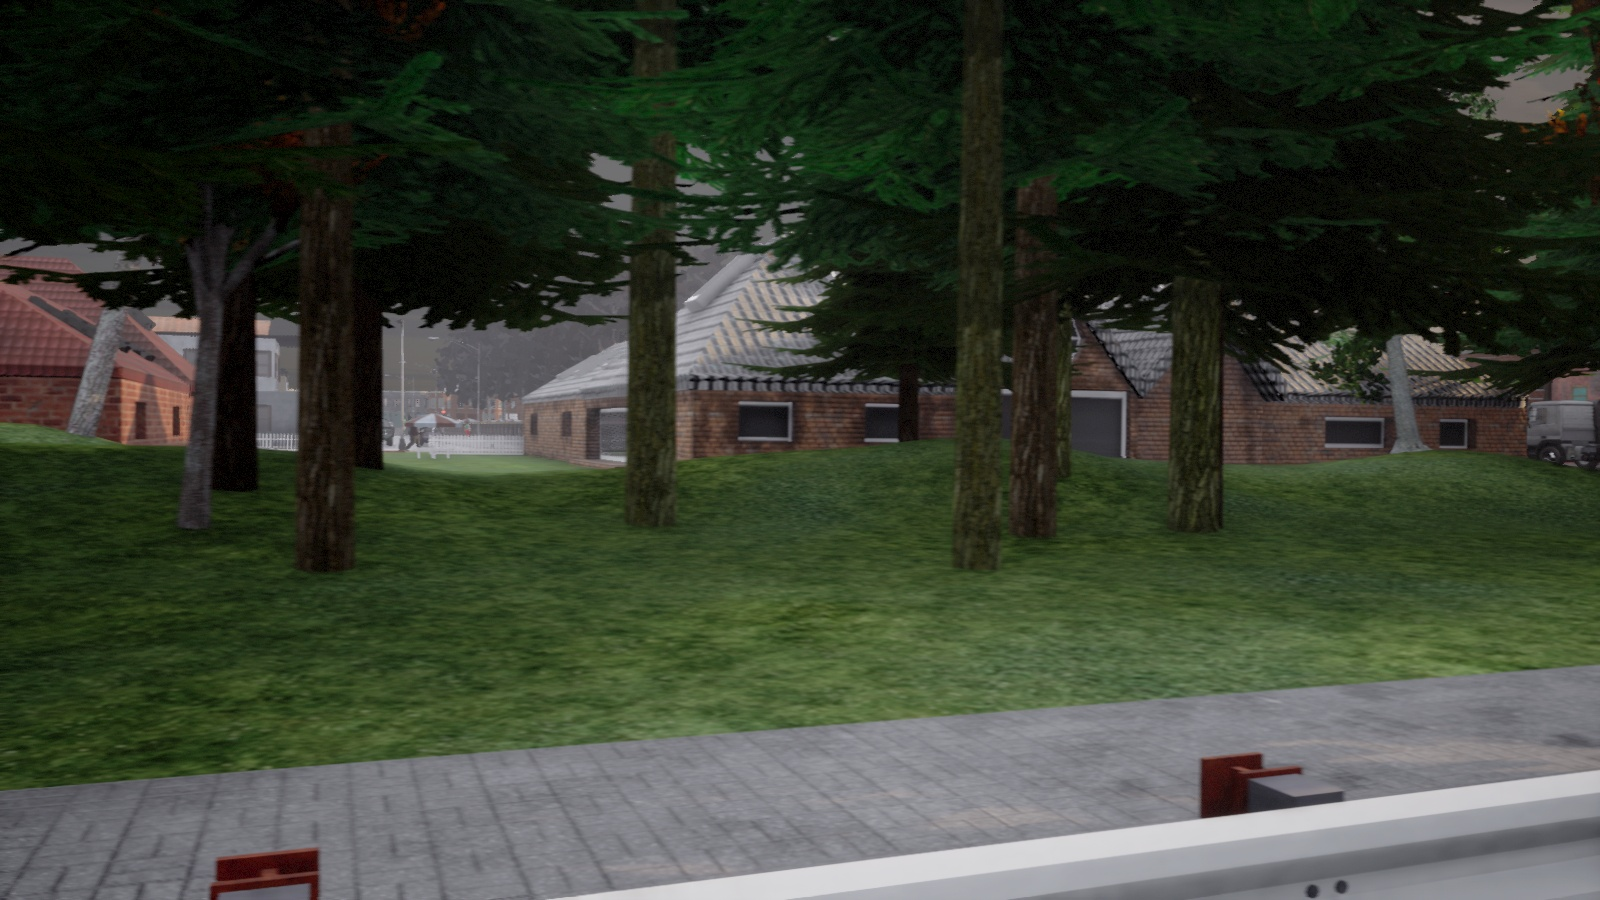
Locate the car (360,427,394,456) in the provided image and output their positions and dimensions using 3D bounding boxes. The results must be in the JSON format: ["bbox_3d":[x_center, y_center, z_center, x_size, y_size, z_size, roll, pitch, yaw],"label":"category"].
[{"bbox_3d":[-31.467,-0.659,93.301,2.150,2.045,5.566,-1,1,-21],"label":"car"}]

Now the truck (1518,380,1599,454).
[{"bbox_3d":[38.389,-1.563,59.139,2.891,3.462,7.936,-1,1,-21],"label":"truck"}]

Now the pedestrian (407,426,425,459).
[{"bbox_3d":[-21.581,-0.405,70.513,0.899,1.844,0.634,-1,1,-21],"label":"pedestrian"}]
